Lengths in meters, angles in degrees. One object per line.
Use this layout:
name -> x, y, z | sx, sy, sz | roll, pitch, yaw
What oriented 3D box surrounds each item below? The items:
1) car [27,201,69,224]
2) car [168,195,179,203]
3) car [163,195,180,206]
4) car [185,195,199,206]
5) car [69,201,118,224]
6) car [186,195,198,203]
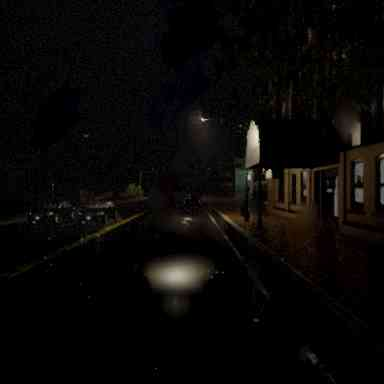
car -> -9.802, 1.378, 23.568 | 2.128, 1.511, 4.902 | 0, 0, 0
car -> -3.274, 1.230, 60.429 | 1.812, 1.442, 4.674 | 0, 0, 0
car -> -3.270, 1.303, 50.010 | 2.033, 1.411, 5.357 | 0, 0, 0
car -> -0.020, 1.261, 50.011 | 1.837, 1.490, 4.892 | 0, 0, 0
car -> -6.553, 1.378, 23.570 | 2.128, 1.511, 4.902 | 0, 0, 0
car -> -0.024, 1.268, 60.430 | 1.994, 1.385, 4.181 | 0, 0, 0
